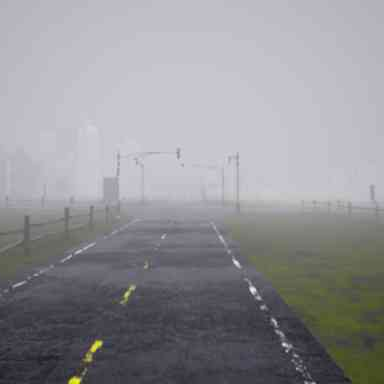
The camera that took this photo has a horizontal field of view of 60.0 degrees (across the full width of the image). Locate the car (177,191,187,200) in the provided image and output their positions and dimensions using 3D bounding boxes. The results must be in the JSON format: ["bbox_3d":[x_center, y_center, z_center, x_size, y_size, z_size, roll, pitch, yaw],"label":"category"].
[{"bbox_3d":[-2.546,0.819,83.145,2.150,2.045,5.566,0,0,0],"label":"car"}]

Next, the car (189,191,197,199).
[{"bbox_3d":[0.246,1.049,91.652,1.837,1.490,4.892,0,0,0],"label":"car"}]
